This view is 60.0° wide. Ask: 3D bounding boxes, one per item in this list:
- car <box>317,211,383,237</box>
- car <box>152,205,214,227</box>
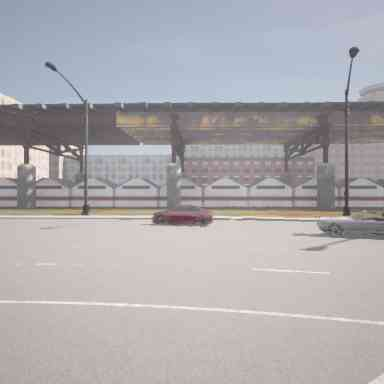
[{"bbox_3d":[8.850,1.601,16.866,4.718,1.301,1.895,0,0,19],"label":"car"},{"bbox_3d":[-0.583,1.564,22.677,4.181,1.385,1.994,0,0,6],"label":"car"}]
